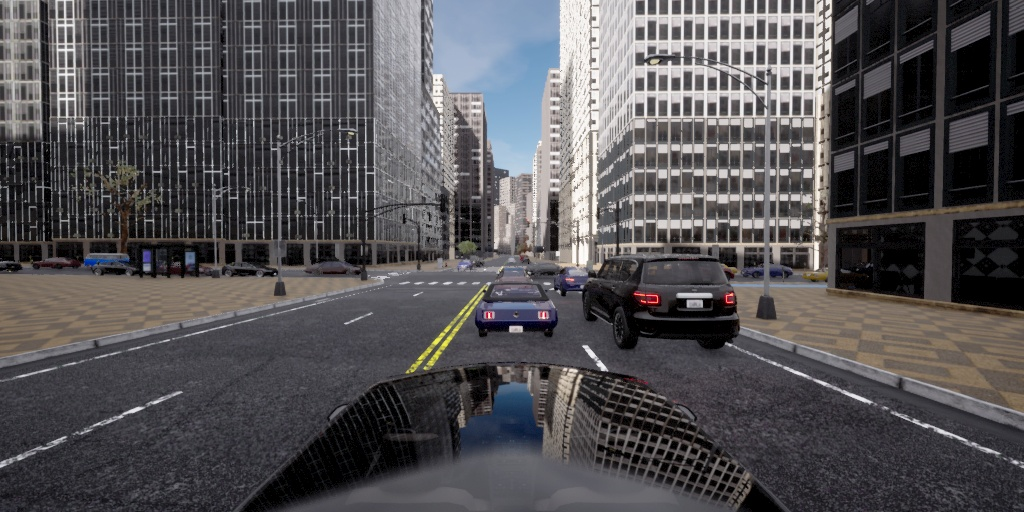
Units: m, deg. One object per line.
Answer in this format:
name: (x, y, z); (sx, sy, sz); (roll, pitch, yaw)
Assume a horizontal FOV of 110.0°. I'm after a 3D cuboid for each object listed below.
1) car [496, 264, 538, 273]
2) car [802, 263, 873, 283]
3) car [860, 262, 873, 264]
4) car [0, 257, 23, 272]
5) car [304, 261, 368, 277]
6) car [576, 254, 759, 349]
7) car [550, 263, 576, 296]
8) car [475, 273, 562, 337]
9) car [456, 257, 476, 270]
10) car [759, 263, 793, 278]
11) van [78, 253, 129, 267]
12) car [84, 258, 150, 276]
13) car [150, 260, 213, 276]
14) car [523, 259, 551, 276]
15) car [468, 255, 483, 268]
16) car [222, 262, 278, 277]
car: (0.078, 1.305, 18.961); (1.994, 1.385, 4.181); (0, 0, 0)
car: (27.602, 1.578, 30.539); (4.829, 1.417, 1.751); (0, 0, 1)
car: (35.887, 1.385, 36.172); (4.553, 1.767, 2.097); (0, 1, 1)
car: (-50.305, 0.817, 34.484); (4.892, 1.490, 1.837); (0, 1, 2)
car: (-16.530, 1.167, 33.846); (5.357, 1.411, 2.033); (0, 1, -1)
car: (3.341, 0.968, 9.264); (2.150, 2.045, 5.566); (0, 0, 0)
car: (3.327, 1.267, 18.956); (1.812, 1.442, 4.674); (0, 0, 0)
car: (0.090, 1.347, 10.224); (1.895, 1.301, 4.718); (0, 0, 0)
car: (-6.657, 1.241, 51.247); (1.812, 1.442, 4.674); (0, 0, -2)
car: (25.786, 1.471, 36.349); (4.674, 1.442, 1.812); (1, 1, 1)
van: (-45.340, 0.605, 40.129); (3.998, 1.789, 1.690); (0, 0, 1)
car: (-34.137, 1.069, 31.484); (4.313, 1.339, 1.948); (0, 0, 1)
car: (-28.456, 1.138, 31.318); (4.207, 1.307, 1.802); (0, 0, 1)
car: (3.626, 1.327, 33.496); (4.674, 1.442, 1.812); (1, 1, 1)
car: (-6.656, 0.925, 61.209); (2.150, 2.045, 5.566); (0, 0, 0)
car: (-22.772, 1.174, 31.193); (4.313, 1.339, 1.948); (0, 0, 1)
